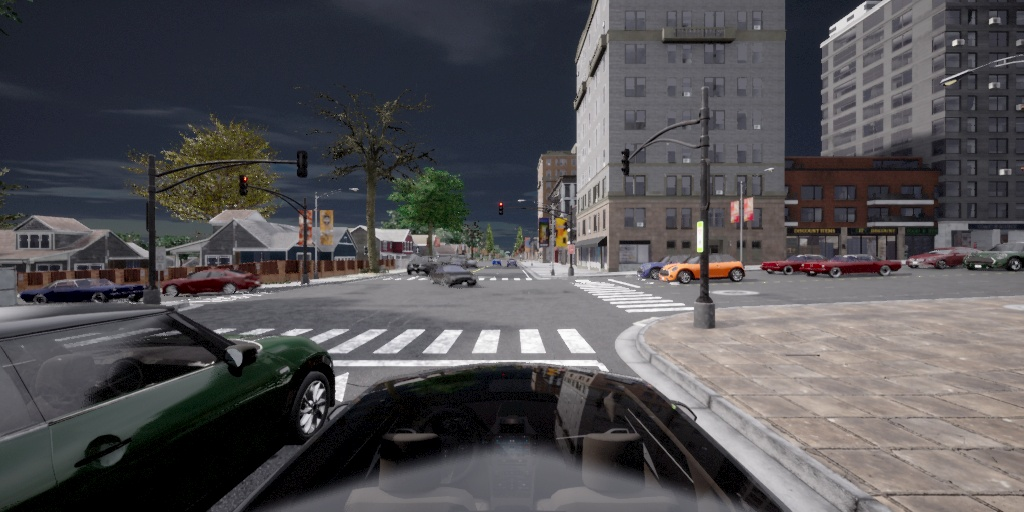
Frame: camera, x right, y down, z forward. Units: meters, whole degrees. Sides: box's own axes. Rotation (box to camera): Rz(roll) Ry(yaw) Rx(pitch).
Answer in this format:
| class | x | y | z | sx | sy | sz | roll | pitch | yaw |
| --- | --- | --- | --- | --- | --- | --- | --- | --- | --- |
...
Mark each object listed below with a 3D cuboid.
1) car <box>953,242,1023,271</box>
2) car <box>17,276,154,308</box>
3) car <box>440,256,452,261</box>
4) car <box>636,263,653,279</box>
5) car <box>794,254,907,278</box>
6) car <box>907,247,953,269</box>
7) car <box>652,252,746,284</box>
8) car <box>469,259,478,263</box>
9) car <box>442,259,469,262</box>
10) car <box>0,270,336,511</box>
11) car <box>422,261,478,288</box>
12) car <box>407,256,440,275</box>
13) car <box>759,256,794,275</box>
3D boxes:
| class | x | y | z | sx | sy | sz | roll | pitch | yaw |
| --- | --- | --- | --- | --- | --- | --- | --- | --- | --- |
| car | 30.494 | -0.046 | 21.745 | 4.553 | 1.767 | 2.097 | -2 | 0 | 0 |
| car | -21.634 | 1.807 | 18.325 | 4.718 | 1.301 | 1.895 | -2 | 0 | 0 |
| car | -9.925 | 1.012 | 52.761 | 2.150 | 2.045 | 5.566 | 0 | 1 | -2 |
| car | 11.102 | 0.679 | 24.998 | 4.553 | 1.767 | 2.097 | -2 | 0 | 2 |
| car | 20.339 | 0.584 | 21.712 | 4.718 | 1.301 | 1.895 | -2 | 0 | 0 |
| car | 30.410 | 0.121 | 24.992 | 4.674 | 1.442 | 1.812 | -2 | 0 | 0 |
| car | 11.355 | 0.680 | 21.678 | 4.553 | 1.767 | 2.097 | -2 | 0 | 0 |
| car | -6.653 | 1.290 | 58.348 | 1.882 | 1.535 | 5.008 | 0 | 0 | 0 |
| car | -6.649 | 1.338 | 42.149 | 1.994 | 1.385 | 4.181 | 0 | 0 | 0 |
| car | -3.151 | 1.102 | 2.446 | 2.097 | 1.767 | 4.553 | 0 | 0 | 0 |
| car | -4.219 | 1.314 | 24.441 | 2.033 | 1.411 | 5.357 | 0 | 0 | -29 |
| car | -9.895 | 0.993 | 39.643 | 2.150 | 2.045 | 5.566 | 0 | 0 | 0 |
| car | 20.099 | 0.583 | 24.961 | 4.718 | 1.301 | 1.895 | -2 | 0 | 0 |
